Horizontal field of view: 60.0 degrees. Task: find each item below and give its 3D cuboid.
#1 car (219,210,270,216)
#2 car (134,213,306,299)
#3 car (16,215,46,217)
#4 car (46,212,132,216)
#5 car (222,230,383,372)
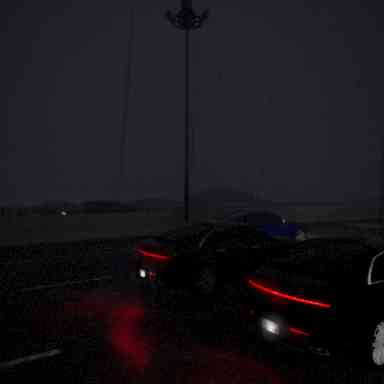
[{"bbox_3d":[2.611,1.470,13.696,5.008,1.535,1.882,0,0,-32],"label":"car"},{"bbox_3d":[0.951,1.499,8.485,4.892,1.490,1.837,0,0,-34],"label":"car"},{"bbox_3d":[-10.976,1.448,25.979,4.902,1.511,2.128,0,0,-33],"label":"car"},{"bbox_3d":[-6.301,1.322,20.667,4.553,1.767,2.097,0,0,-33],"label":"car"},{"bbox_3d":[3.046,1.505,5.674,4.892,1.490,1.837,0,0,-33],"label":"car"}]
